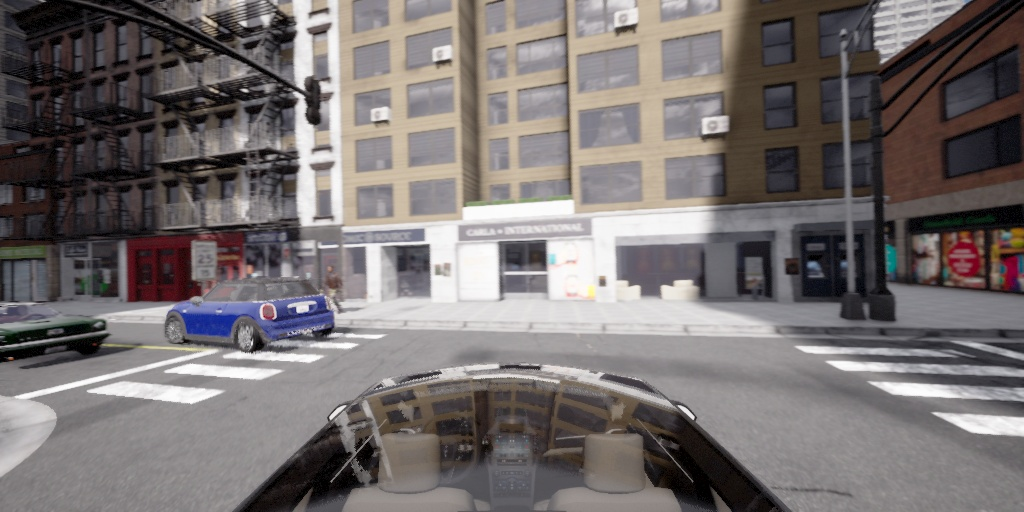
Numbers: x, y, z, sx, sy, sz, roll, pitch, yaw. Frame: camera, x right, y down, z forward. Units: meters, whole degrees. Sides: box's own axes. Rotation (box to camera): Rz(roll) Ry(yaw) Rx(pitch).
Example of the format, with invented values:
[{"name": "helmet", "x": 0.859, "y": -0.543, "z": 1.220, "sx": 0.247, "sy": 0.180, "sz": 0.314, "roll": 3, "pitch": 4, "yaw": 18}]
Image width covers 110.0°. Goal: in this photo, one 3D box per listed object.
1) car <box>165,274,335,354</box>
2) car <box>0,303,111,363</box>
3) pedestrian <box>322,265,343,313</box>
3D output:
[{"name": "car", "x": -7.082, "y": 1.392, "z": 9.679, "sx": 4.553, "sy": 1.767, "sz": 2.097, "roll": -2, "pitch": 0, "yaw": 24}, {"name": "car", "x": -12.015, "y": 1.791, "z": 8.367, "sx": 4.718, "sy": 1.301, "sz": 1.895, "roll": -2, "pitch": -1, "yaw": 16}, {"name": "pedestrian", "x": -6.463, "y": 1.189, "z": 12.978, "sx": 0.375, "sy": 1.860, "sz": 0.375, "roll": -2, "pitch": 0, "yaw": 16}]
